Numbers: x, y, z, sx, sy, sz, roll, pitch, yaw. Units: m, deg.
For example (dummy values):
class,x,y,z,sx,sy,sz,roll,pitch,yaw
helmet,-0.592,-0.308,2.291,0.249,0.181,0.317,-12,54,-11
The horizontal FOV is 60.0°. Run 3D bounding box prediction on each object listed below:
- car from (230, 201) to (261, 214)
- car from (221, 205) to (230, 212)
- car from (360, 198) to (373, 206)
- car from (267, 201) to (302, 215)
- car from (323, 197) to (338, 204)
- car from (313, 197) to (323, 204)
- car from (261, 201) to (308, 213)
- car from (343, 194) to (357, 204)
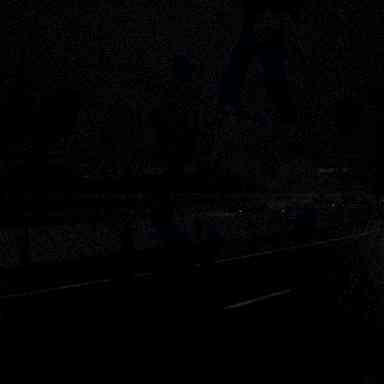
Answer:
class,x,y,z,sx,sy,sz,roll,pitch,yaw
car,7.113,1.769,38.580,2.033,1.411,5.357,-1,0,43
car,5.728,1.853,42.301,1.895,1.301,4.718,-1,-1,42
car,32.618,1.798,62.056,2.033,1.411,5.357,0,0,31
car,10.314,1.722,36.952,1.812,1.442,4.674,-1,-1,42
car,30.342,1.867,71.856,2.033,1.411,5.357,0,0,31
car,29.220,1.904,76.783,2.033,1.411,5.357,0,0,31
car,8.658,1.637,30.098,1.882,1.535,5.008,0,0,44
car,33.110,1.526,69.672,2.150,2.045,5.566,0,0,31
